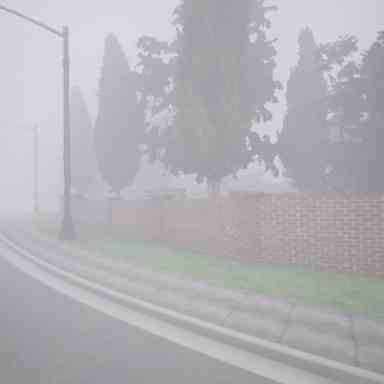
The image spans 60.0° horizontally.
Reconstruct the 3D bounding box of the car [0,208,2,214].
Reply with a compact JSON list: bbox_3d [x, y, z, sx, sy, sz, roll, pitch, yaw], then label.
[{"bbox_3d":[-27.654,2.379,45.364,2.033,1.411,5.357,-1,-2,-13],"label":"car"}]
